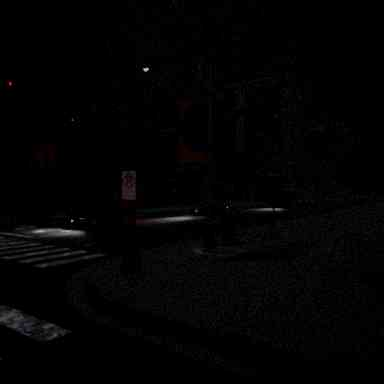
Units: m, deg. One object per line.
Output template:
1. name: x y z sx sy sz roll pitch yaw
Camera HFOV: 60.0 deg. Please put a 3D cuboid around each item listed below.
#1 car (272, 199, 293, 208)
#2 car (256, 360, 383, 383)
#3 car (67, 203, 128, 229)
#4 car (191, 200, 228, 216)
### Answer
1. car: 13.400 1.687 49.424 1.895 1.301 4.718 0 0 36
2. car: 2.150 1.551 1.312 4.403 1.369 2.008 0 0 36
3. car: -5.969 1.520 22.214 1.837 1.490 4.892 0 0 32
4. car: 1.825 1.531 33.201 2.128 1.511 4.902 0 0 35
